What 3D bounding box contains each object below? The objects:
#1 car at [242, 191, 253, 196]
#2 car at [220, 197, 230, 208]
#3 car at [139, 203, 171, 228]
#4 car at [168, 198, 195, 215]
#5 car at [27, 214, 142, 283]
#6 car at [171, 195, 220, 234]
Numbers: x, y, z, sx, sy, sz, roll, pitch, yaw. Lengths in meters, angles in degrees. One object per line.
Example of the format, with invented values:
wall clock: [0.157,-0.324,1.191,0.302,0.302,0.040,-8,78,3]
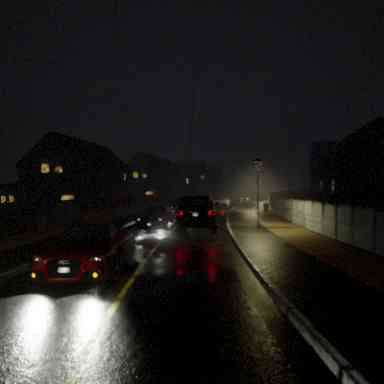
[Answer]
car: [12.707,0.543,76.841,1.837,1.490,4.892,0,1,26]
car: [3.759,1.308,42.230,1.895,1.301,4.718,0,1,12]
car: [-2.317,1.516,22.271,2.033,1.411,5.357,0,0,5]
car: [-0.953,1.368,33.145,1.837,1.490,4.892,0,1,9]
car: [-2.881,1.581,9.558,1.994,1.385,4.181,-1,0,1]
car: [0.341,1.185,18.923,2.150,2.045,5.566,-1,0,4]
